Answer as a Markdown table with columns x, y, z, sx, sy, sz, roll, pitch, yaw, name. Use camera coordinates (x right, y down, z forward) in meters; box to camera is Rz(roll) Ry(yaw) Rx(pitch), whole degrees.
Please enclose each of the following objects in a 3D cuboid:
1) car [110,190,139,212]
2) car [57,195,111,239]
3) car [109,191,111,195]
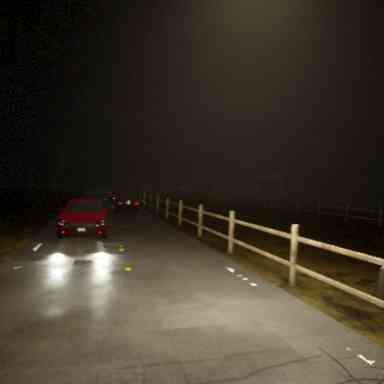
| x | y | z | sx | sy | sz | roll | pitch | yaw | name |
| --- | --- | --- | --- | --- | --- | --- | --- | --- | --- |
| -5.542 | 0.836 | 27.984 | 2.033 | 1.411 | 5.357 | 2 | 1 | -16 | car |
| -4.744 | 1.045 | 14.690 | 1.882 | 1.535 | 5.008 | 2 | 1 | -16 | car |
| -9.219 | 0.438 | 40.905 | 1.994 | 1.385 | 4.181 | 2 | 1 | -15 | car |
